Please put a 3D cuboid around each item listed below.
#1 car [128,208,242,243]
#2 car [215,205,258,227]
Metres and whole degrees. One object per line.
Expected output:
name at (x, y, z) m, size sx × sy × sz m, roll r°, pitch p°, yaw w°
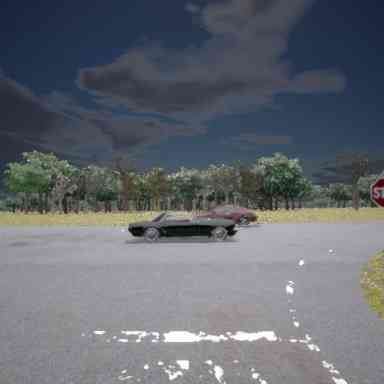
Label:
car at (-0.363, 1.526, 14.924) m, size 4.718 × 1.301 × 1.895 m, roll 0°, pitch -2°, yaw 0°
car at (1.989, 1.592, 21.968) m, size 4.674 × 1.442 × 1.812 m, roll -2°, pitch -2°, yaw -1°
